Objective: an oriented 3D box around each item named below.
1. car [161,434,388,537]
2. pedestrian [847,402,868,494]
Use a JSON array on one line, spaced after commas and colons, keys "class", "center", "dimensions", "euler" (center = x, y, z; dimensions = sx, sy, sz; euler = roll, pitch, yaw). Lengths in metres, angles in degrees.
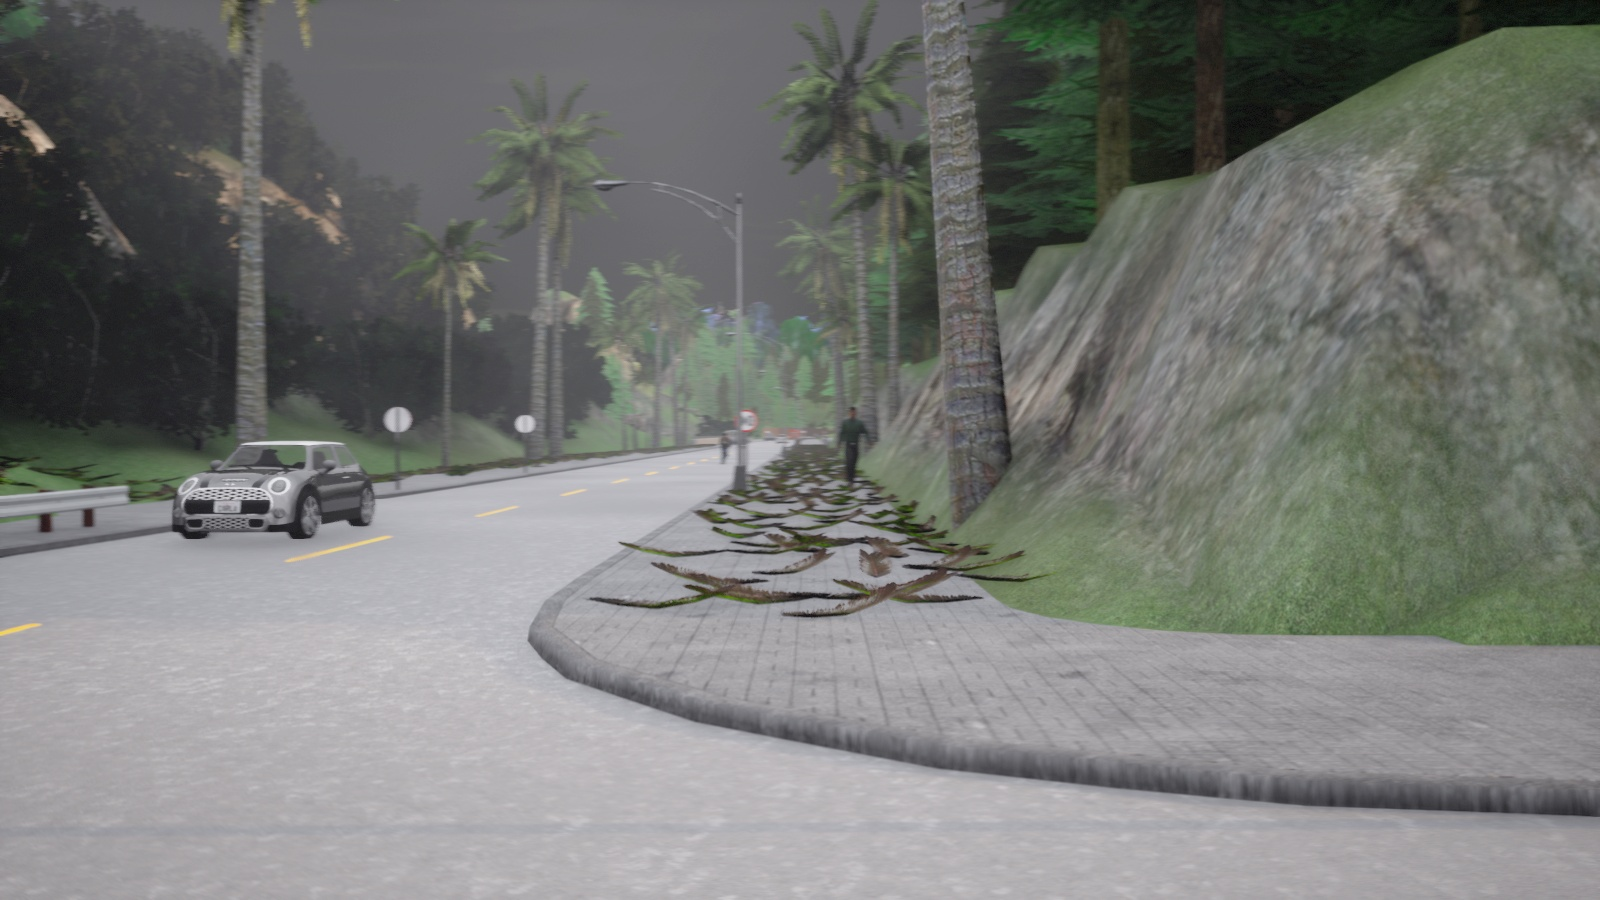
[{"class": "car", "center": [-8.223, 0.490, 20.050], "dimensions": [1.970, 1.475, 3.806], "euler": [0, 1, 1]}, {"class": "pedestrian", "center": [1.237, -0.046, 27.142], "dimensions": [0.423, 1.949, 0.788], "euler": [0, 1, 1]}]
